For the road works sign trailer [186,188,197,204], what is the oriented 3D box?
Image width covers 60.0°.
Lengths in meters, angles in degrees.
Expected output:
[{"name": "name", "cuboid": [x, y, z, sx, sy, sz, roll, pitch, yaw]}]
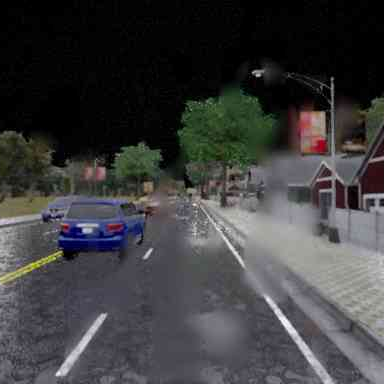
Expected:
[{"name": "road works sign trailer", "cuboid": [0.003, 0.805, 74.870, 2.380, 3.560, 2.880, 0, -1, 0]}]

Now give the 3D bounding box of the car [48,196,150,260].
[{"name": "car", "cuboid": [-3.155, 1.265, 12.745, 2.150, 2.045, 5.566, 0, 0, 0]}]

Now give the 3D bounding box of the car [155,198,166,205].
[{"name": "car", "cuboid": [-6.511, 1.858, 68.729, 1.994, 1.385, 4.181, 0, 0, 0]}]

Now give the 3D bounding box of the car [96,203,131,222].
[{"name": "car", "cuboid": [-6.601, 1.668, 28.372, 1.994, 1.385, 4.181, 0, 0, 0]}]

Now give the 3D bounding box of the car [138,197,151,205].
[{"name": "car", "cuboid": [-9.760, 1.781, 68.313, 1.882, 1.535, 5.008, 0, 0, 0]}]

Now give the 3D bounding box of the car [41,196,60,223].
[{"name": "car", "cuboid": [-9.853, 1.318, 26.463, 2.150, 2.045, 5.566, 0, 0, 0]}]

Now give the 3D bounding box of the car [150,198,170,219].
[{"name": "car", "cuboid": [-3.158, 1.593, 30.834, 1.882, 1.535, 5.008, 0, 0, 0]}]
